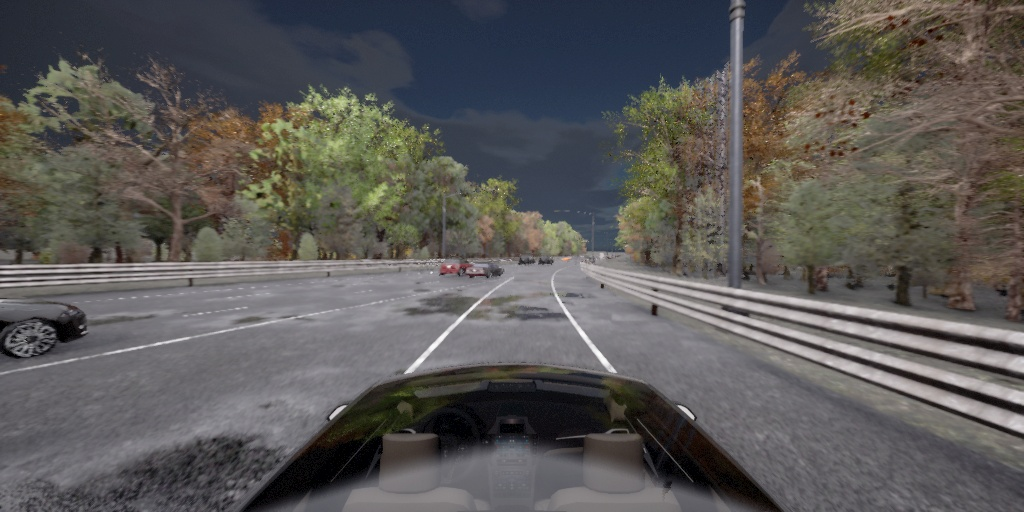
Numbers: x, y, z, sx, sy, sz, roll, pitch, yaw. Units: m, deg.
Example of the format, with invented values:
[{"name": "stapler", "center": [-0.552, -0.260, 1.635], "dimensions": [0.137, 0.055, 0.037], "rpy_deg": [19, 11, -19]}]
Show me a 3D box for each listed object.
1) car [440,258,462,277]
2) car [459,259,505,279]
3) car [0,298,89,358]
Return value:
[{"name": "car", "center": [-5.055, 1.006, 34.378], "dimensions": [2.097, 1.767, 4.553], "rpy_deg": [1, 0, 17]}, {"name": "car", "center": [-2.300, 1.249, 31.494], "dimensions": [2.033, 1.411, 5.357], "rpy_deg": [1, 0, 17]}, {"name": "car", "center": [-10.396, 1.171, 5.660], "dimensions": [2.128, 1.511, 4.902], "rpy_deg": [1, 0, 17]}]
